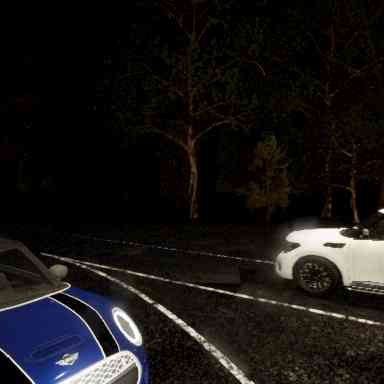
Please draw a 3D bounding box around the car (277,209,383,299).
[{"bbox_3d":[4.624,1.269,6.819,5.566,2.045,2.150,0,0,35],"label":"car"}]

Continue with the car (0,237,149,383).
[{"bbox_3d":[-2.644,1.338,3.762,4.553,1.767,2.097,1,0,35],"label":"car"}]
